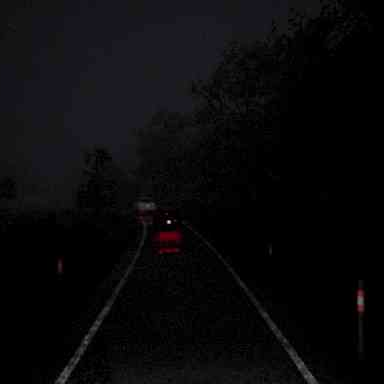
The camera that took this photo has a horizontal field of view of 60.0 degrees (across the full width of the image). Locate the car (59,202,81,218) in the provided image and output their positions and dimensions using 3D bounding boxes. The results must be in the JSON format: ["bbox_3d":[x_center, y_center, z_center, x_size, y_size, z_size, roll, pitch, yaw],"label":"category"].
[{"bbox_3d":[-14.217,2.224,38.881,2.097,1.535,5.008,0,-1,-15],"label":"car"}]

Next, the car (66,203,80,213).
[{"bbox_3d":[-20.112,2.621,56.160,2.002,1.452,4.674,0,-1,-21],"label":"car"}]

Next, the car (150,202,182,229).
[{"bbox_3d":[-1.825,1.699,23.499,1.837,1.490,4.892,0,-1,-9],"label":"car"}]

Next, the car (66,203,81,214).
[{"bbox_3d":[-17.885,2.467,50.340,2.097,1.535,5.008,0,-2,-19],"label":"car"}]

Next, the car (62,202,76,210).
[{"bbox_3d":[-24.360,2.754,65.800,2.097,1.535,5.008,-2,-1,-24],"label":"car"}]

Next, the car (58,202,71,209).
[{"bbox_3d":[-27.286,2.929,71.200,2.002,1.452,4.674,1,-1,-29],"label":"car"}]

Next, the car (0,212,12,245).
[{"bbox_3d":[-9.252,1.516,12.117,2.435,2.045,5.566,2,-2,-5],"label":"car"}]

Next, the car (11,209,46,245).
[{"bbox_3d":[-9.884,1.859,17.702,2.231,1.521,4.892,2,-2,-8],"label":"car"}]

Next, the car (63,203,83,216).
[{"bbox_3d":[-16.016,2.344,44.946,2.231,1.521,4.892,0,-1,-17],"label":"car"}]

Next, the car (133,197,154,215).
[{"bbox_3d":[-5.894,1.667,40.713,2.150,2.045,5.566,-1,-1,-17],"label":"car"}]

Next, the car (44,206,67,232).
[{"bbox_3d":[-10.699,1.952,23.233,2.231,1.521,4.892,2,-2,-8],"label":"car"}]
